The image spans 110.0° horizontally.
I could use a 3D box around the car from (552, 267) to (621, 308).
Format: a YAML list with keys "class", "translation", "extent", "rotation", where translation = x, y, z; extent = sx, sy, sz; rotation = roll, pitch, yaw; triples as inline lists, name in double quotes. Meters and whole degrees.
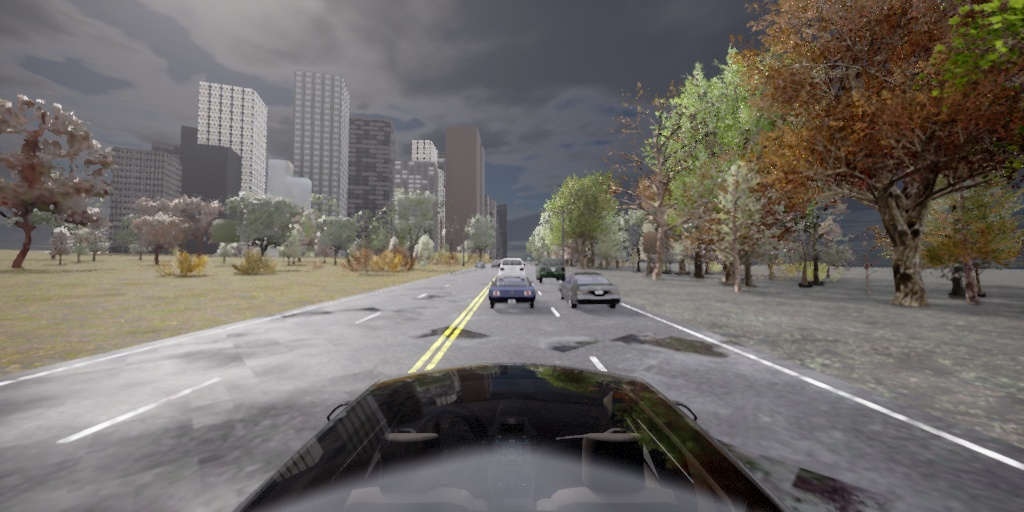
- class: "car"
  translation: [3.246, 1.422, 15.870]
  extent: [2.033, 1.411, 5.357]
  rotation: [-1, 0, 0]

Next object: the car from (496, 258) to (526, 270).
- class: "car"
  translation: [0.006, 1.223, 30.901]
  extent: [2.150, 2.045, 5.566]
  rotation: [0, 0, 0]

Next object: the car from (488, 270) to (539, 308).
- class: "car"
  translation: [0.004, 1.482, 15.985]
  extent: [1.895, 1.301, 4.718]
  rotation: [0, 0, 0]

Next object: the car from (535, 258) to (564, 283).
- class: "car"
  translation: [3.241, 1.212, 30.882]
  extent: [2.150, 2.045, 5.566]
  rotation: [-1, 0, 0]
